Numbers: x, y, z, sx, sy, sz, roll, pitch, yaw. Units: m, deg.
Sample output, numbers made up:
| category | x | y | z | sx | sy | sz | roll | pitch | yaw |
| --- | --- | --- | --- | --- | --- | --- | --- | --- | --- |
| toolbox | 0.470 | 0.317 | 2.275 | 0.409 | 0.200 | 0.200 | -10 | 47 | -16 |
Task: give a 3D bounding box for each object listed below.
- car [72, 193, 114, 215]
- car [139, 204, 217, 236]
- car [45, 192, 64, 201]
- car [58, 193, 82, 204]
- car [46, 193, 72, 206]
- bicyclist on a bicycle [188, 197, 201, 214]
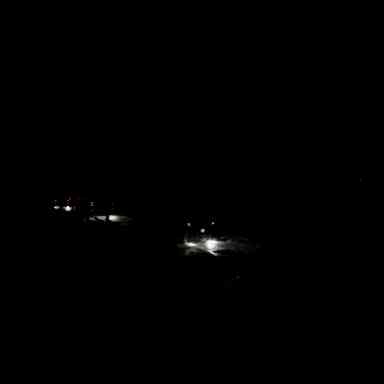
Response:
| category | x | y | z | sx | sy | sz | roll | pitch | yaw |
| --- | --- | --- | --- | --- | --- | --- | --- | --- | --- |
| car | -8.380 | 0.959 | 28.634 | 2.097 | 1.767 | 4.553 | 1 | 0 | -34 |
| car | -0.977 | 1.360 | 17.657 | 2.033 | 1.411 | 5.357 | 1 | 0 | -34 |
| car | -23.122 | 0.780 | 55.792 | 1.895 | 1.301 | 4.718 | 1 | 0 | -35 |
| car | -17.350 | 0.884 | 47.203 | 2.033 | 1.411 | 5.357 | 1 | 0 | -34 |
| car | -16.175 | 0.898 | 40.237 | 1.837 | 1.490 | 4.892 | 1 | 0 | -34 |
| bicyclist on a bicycle | 0.034 | 1.230 | 26.836 | 1.656 | 1.620 | 0.582 | 0 | 1 | -34 |
